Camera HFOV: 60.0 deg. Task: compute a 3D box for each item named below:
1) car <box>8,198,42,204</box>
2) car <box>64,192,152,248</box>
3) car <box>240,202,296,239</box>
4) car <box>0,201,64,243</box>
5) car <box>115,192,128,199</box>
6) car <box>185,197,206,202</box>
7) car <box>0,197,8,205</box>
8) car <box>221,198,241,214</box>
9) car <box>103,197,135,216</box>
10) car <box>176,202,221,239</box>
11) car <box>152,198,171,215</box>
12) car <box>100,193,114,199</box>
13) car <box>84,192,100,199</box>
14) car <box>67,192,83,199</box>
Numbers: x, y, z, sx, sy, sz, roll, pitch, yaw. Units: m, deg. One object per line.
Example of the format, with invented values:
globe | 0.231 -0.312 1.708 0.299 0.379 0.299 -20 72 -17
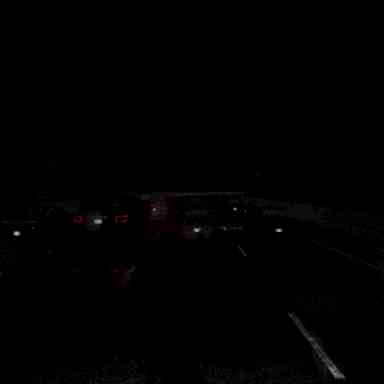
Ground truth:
car | -17.296 1.310 35.705 1.994 1.385 4.181 0 0 1
car | -3.291 1.122 14.418 2.150 2.045 5.566 0 0 1
car | 3.726 1.424 16.436 1.812 1.442 4.674 0 0 1
car | -6.785 1.382 15.334 2.128 1.511 4.902 0 0 1
car | -16.361 0.809 77.207 1.812 1.442 4.674 0 0 3
car | 0.365 1.268 32.420 1.882 1.535 5.008 0 0 1
car | -20.801 1.270 35.197 1.812 1.442 4.674 0 0 1
car | 3.849 1.325 31.845 1.812 1.442 4.674 0 0 0
car | -6.650 1.296 30.963 1.837 1.490 4.892 0 1 1
car | 0.217 1.419 16.499 1.812 1.442 4.674 0 0 0
car | -3.150 1.301 30.937 1.837 1.490 4.892 0 1 1
car | -19.850 0.829 77.484 1.994 1.385 4.181 0 0 3
car | -23.339 0.745 77.761 1.882 1.535 5.008 0 0 3
car | -26.934 0.764 76.597 1.837 1.490 4.892 0 0 3
